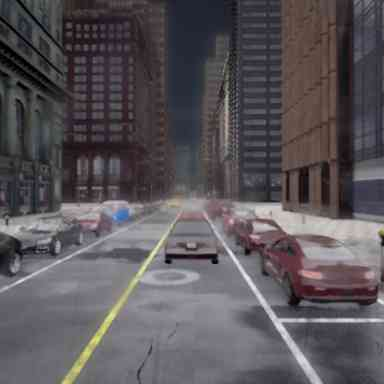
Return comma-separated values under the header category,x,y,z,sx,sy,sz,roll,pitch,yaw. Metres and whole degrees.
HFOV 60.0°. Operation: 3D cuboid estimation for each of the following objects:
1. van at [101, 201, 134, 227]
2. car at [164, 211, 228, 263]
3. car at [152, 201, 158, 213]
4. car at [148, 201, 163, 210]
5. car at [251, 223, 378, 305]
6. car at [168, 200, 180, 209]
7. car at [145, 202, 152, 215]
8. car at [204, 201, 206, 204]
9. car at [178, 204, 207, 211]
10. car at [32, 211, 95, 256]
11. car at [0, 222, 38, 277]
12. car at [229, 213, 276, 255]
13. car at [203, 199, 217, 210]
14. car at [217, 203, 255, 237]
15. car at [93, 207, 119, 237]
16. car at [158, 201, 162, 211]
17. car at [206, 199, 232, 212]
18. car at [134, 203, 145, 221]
category,x,y,z,sx,sy,sz,roll,pitch,yaw
van,-5.760,1.605,24.903,1.690,1.788,3.998,0,-1,0
car,0.012,1.680,12.526,2.033,1.411,5.357,0,-1,1
car,-5.755,2.017,41.809,1.947,1.339,4.313,0,-1,0
car,-5.752,2.131,53.082,2.008,1.369,4.403,0,-1,0
car,2.762,1.666,7.994,1.802,1.307,4.206,0,-1,0
car,-3.012,2.099,56.789,1.882,1.535,5.008,0,-1,0
car,-5.756,1.970,36.173,1.802,1.307,4.206,0,-1,0
car,2.768,1.703,36.176,2.192,1.841,5.009,0,-1,0
car,0.027,1.902,28.243,1.895,1.301,4.718,0,-1,1
car,-5.762,1.694,13.627,2.008,1.369,4.403,0,-1,0
car,-5.763,1.650,7.991,1.947,1.339,4.313,0,-1,0
car,2.764,1.725,13.631,1.802,1.307,4.206,0,-1,0
car,2.773,2.020,53.082,1.967,1.590,4.097,0,-1,0
car,2.764,1.644,19.268,1.967,1.590,4.097,0,-1,0
car,-5.760,1.785,19.264,1.802,1.307,4.206,0,-1,0
car,-5.753,2.081,47.445,1.947,1.339,4.313,0,-1,0
car,2.766,1.641,30.540,2.192,1.841,5.009,0,-1,0
car,-5.757,1.849,30.367,1.752,1.417,4.829,0,-1,0
